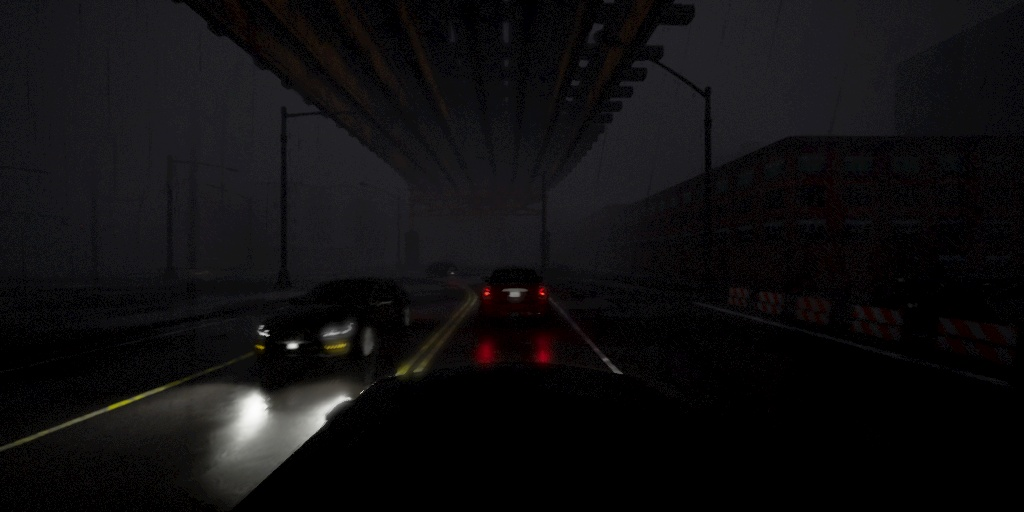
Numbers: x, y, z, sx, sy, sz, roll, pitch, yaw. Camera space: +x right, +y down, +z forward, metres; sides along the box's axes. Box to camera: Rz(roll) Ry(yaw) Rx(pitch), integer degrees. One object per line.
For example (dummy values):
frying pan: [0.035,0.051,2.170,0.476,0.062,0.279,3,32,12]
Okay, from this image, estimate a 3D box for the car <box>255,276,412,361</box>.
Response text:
car: [-3.711,1.255,8.402,1.837,1.490,4.892,0,0,-1]

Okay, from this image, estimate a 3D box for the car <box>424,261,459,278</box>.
car: [-6.628,1.249,33.459,1.837,1.490,4.892,1,0,-35]

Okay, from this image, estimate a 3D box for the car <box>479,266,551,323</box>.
car: [0.020,1.100,12.233,2.097,1.767,4.553,0,0,-2]
